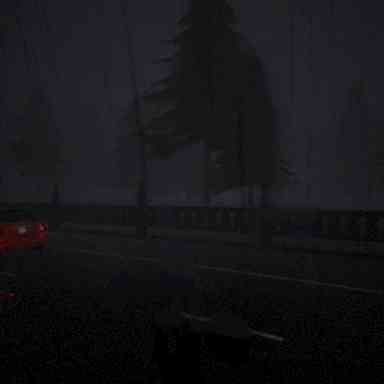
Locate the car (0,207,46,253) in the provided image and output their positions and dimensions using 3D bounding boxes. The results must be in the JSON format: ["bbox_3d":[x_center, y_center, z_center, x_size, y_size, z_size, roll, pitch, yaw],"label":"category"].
[{"bbox_3d":[-7.656,1.339,12.387,4.553,1.767,2.097,0,0,29],"label":"car"}]
